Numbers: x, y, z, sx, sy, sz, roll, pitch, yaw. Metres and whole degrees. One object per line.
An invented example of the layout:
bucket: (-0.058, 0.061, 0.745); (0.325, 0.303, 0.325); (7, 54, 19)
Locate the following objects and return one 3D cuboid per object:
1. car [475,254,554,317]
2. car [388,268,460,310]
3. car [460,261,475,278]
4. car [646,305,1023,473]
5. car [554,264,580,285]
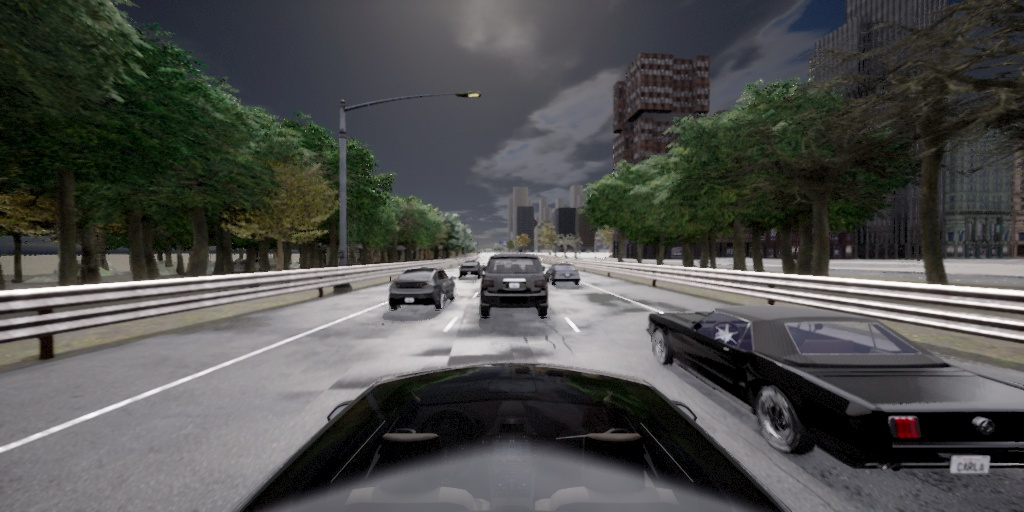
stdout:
car: (0.071, 0.942, 13.110); (2.150, 2.045, 5.566); (0, 0, 0)
car: (-3.450, 1.223, 14.433); (1.837, 1.490, 4.892); (0, 0, 0)
car: (-3.640, 1.166, 32.493); (1.837, 1.490, 4.892); (0, 0, -1)
car: (3.591, 1.342, 5.029); (1.895, 1.301, 4.718); (0, 0, 0)
car: (3.460, 1.231, 25.073); (2.033, 1.411, 5.357); (0, 0, -1)
